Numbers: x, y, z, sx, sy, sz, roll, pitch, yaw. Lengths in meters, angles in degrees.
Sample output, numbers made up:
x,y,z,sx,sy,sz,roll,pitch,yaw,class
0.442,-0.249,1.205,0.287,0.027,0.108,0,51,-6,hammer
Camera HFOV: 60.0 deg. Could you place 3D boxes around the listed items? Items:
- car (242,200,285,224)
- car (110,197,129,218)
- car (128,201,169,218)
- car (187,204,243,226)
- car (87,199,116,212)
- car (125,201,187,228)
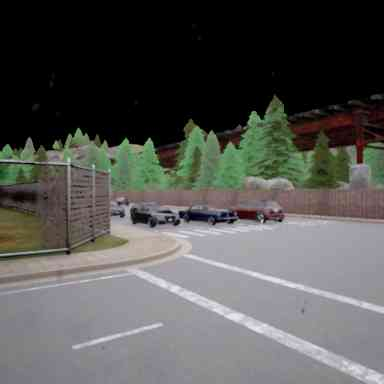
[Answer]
x,y,z,sx,sy,sz,roll,pitch,yaw,class
4.606,1.342,24.866,2.097,1.767,4.553,0,0,-36,car
-7.546,1.499,29.381,1.837,1.490,4.892,0,0,-36,car
-4.082,1.556,30.562,1.994,1.385,4.181,0,0,-36,car
1.056,1.593,23.434,1.895,1.301,4.718,0,0,-36,car
-11.017,1.593,40.182,1.895,1.301,4.718,0,0,-36,car
-2.535,1.558,22.431,1.994,1.385,4.181,0,0,-36,car
